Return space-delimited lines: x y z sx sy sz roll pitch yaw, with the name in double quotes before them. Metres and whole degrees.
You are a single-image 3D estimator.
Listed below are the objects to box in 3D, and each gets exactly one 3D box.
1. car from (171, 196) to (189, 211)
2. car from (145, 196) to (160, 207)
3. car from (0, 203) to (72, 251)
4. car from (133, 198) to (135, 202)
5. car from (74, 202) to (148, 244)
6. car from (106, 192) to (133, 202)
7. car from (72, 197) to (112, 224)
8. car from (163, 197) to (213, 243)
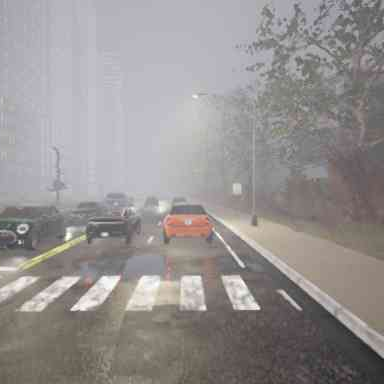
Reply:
"car" -1.465 1.270 37.953 1.882 1.535 5.008 0 0 -4
"car" -5.411 1.232 45.132 1.882 1.535 5.008 0 0 -5
"car" -6.851 1.285 13.650 2.097 1.767 4.553 0 0 -2
"car" -8.606 1.309 44.377 2.033 1.411 5.357 0 0 -5
"car" -3.455 1.414 15.323 2.128 1.511 4.902 0 0 -2
"car" -7.752 1.042 33.949 2.150 2.045 5.566 0 0 -4
"car" -7.231 1.384 23.599 1.837 1.490 4.892 0 0 -3
"car" -0.224 1.269 15.818 2.097 1.767 4.553 0 0 -2
